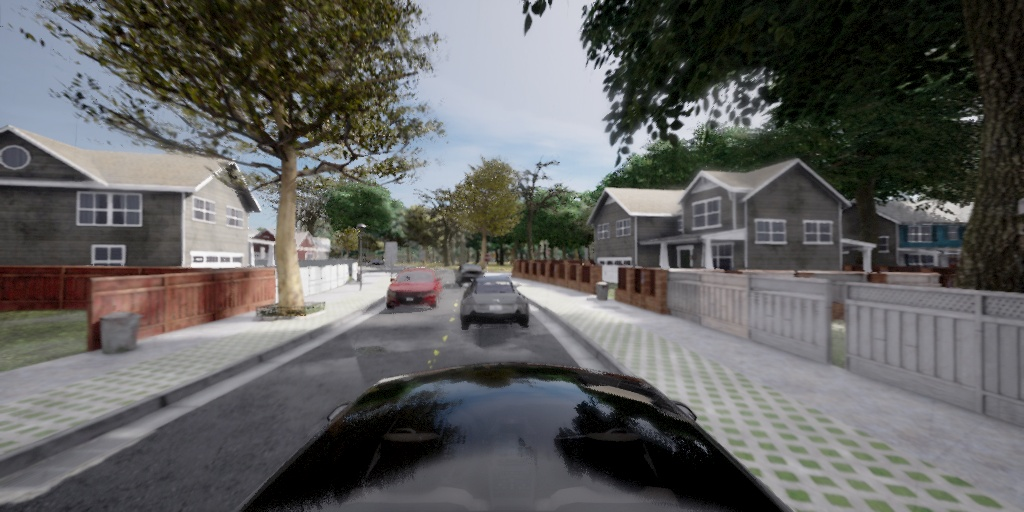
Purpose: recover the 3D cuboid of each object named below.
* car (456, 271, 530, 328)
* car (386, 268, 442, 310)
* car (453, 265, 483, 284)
[{"bbox_3d":[-0.632,1.359,11.600,1.994,1.385,4.181,0,0,-6],"label":"car"},{"bbox_3d":[-4.020,1.289,15.343,1.882,1.535,5.008,0,0,-8],"label":"car"},{"bbox_3d":[-3.109,1.354,26.058,1.837,1.490,4.892,0,0,-14],"label":"car"}]
